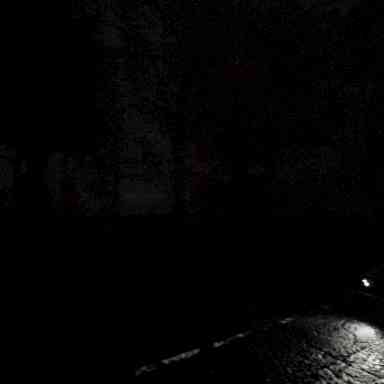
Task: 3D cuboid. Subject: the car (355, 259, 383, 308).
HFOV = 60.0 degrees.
[{"bbox_3d":[5.622,1.546,6.963,5.357,1.411,2.033,0,0,-36],"label":"car"}]
